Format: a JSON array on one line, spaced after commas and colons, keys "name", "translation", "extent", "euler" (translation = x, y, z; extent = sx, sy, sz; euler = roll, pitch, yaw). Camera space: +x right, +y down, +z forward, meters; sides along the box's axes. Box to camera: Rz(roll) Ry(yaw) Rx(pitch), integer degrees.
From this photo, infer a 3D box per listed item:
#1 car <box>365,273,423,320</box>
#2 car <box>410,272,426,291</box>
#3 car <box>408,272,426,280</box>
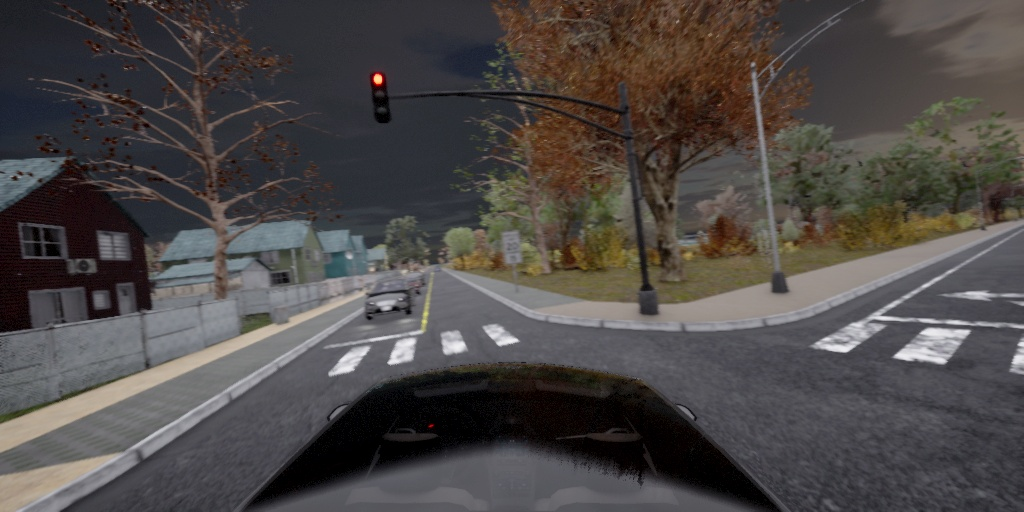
[{"name": "car", "translation": [-5.499, 1.858, 16.525], "extent": [2.128, 1.511, 4.902], "euler": [-7, 0, -12]}, {"name": "car", "translation": [-7.586, 2.213, 26.188], "extent": [1.895, 1.301, 4.718], "euler": [-7, 0, -12]}, {"name": "car", "translation": [-9.868, 2.356, 36.677], "extent": [1.882, 1.535, 5.008], "euler": [-7, 0, -12]}]
